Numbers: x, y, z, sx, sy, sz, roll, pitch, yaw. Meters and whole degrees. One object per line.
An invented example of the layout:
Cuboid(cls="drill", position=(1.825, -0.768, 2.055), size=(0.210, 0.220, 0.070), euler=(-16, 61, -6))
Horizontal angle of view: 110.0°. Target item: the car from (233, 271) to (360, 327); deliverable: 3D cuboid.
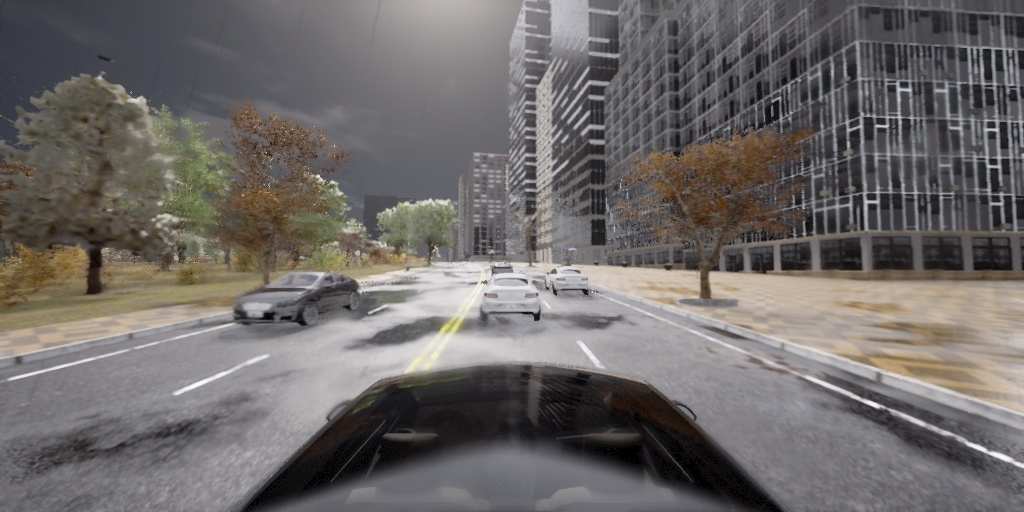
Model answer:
Cuboid(cls="car", position=(-6.641, 1.250, 11.690), size=(2.128, 1.511, 4.902), euler=(0, 0, -1))

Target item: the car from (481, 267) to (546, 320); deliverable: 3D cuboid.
Cuboid(cls="car", position=(-0.064, 1.284, 12.495), size=(1.812, 1.442, 4.674), euler=(0, 0, -1))

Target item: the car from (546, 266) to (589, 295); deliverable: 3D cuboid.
Cuboid(cls="car", position=(2.957, 1.297, 19.883), size=(1.812, 1.442, 4.674), euler=(0, 0, -2))

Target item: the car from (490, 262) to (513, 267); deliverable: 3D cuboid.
Cuboid(cls="car", position=(-0.895, 1.286, 31.844), size=(2.128, 1.511, 4.902), euler=(0, 0, -3))
